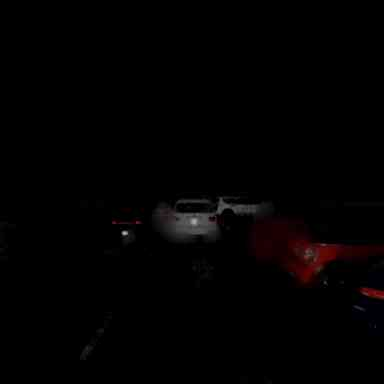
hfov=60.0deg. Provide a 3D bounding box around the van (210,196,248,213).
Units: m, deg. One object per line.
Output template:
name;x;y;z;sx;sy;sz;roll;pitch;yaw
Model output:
van;4.507;1.486;40.999;4.442;1.987;1.878;0;0;0

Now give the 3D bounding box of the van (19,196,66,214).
van;-15.719;1.423;33.920;4.442;1.987;1.878;0;0;0

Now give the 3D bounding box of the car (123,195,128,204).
car;-15.585;1.799;64.490;4.892;1.521;2.231;0;0;0

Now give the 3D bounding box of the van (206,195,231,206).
van;4.732;1.570;60.301;4.442;1.987;1.878;0;0;0

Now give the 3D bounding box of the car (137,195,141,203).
car;-15.557;1.652;78.384;5.566;2.045;2.435;0;0;0

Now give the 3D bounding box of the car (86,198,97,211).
car;-15.414;1.683;42.257;5.366;1.575;1.946;0;0;0

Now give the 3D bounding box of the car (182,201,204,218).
car;0.085;1.695;33.862;2.128;1.511;4.902;0;0;0

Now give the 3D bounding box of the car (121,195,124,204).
car;-15.589;1.821;61.711;4.674;1.452;2.002;0;0;0

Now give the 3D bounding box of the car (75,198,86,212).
car;-15.602;1.714;39.477;4.674;1.452;2.002;0;0;0

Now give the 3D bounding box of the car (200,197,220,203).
car;4.599;1.977;85.114;4.892;1.521;2.231;0;-1;0

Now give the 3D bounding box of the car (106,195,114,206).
car;-15.601;1.736;53.373;4.892;1.521;2.231;0;0;0

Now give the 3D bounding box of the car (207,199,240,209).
car;4.617;1.783;49.271;4.674;1.452;2.002;0;0;0

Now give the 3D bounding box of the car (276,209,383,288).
car;4.605;1.411;7.905;4.553;1.767;2.185;0;0;0

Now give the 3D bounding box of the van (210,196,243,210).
van;4.738;1.506;46.515;4.442;1.987;1.878;0;0;0

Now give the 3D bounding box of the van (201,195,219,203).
van;4.489;1.725;82.235;4.442;1.987;1.878;0;-1;0

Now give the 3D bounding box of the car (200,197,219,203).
car;4.598;2.003;87.870;4.892;1.521;2.231;0;-1;0

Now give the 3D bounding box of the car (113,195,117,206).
car;-15.563;1.623;56.152;4.553;1.767;2.185;0;0;0

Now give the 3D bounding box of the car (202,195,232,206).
car;4.642;1.560;63.059;5.566;2.045;2.435;0;0;0

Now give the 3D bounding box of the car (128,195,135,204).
car;-15.560;1.585;70.050;5.566;2.045;2.435;0;0;0

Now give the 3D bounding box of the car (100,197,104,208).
car;-15.628;1.584;47.816;4.553;1.767;2.185;0;0;0

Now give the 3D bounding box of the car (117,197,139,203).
car;-15.578;1.929;81.163;4.892;1.521;2.231;0;-1;0

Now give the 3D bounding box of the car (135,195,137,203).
car;-15.402;1.855;72.826;5.366;1.575;1.946;0;0;0

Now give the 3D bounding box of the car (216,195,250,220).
car;4.656;1.415;29.967;5.566;2.045;2.435;0;0;0

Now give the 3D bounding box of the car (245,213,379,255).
car;4.637;1.614;13.420;4.674;1.452;2.002;0;0;0

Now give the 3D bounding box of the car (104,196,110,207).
car;-15.591;1.722;50.597;5.008;1.535;2.097;0;0;0

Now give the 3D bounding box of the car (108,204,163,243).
car;-2.910;1.598;16.879;2.128;1.511;4.902;0;-1;0

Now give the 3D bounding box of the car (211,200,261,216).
car;4.620;1.689;35.358;5.008;1.535;2.097;0;0;0

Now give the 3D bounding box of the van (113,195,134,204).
van;-15.470;1.655;75.607;4.442;1.987;1.878;0;0;0

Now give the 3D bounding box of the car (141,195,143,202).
car;-15.554;1.983;83.941;4.792;1.488;2.163;0;-1;0

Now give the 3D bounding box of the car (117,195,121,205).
car;-15.561;1.639;58.932;4.553;1.767;2.185;0;0;0

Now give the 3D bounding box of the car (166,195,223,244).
car;0.089;1.334;16.581;2.150;2.045;5.566;0;-1;0

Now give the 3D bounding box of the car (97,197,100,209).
car;-15.593;1.697;45.036;5.008;1.535;2.097;0;0;0

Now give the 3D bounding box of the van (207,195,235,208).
van;4.734;1.541;54.788;4.442;1.987;1.878;0;0;0

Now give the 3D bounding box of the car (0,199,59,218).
car;-15.597;1.637;31.139;4.892;1.521;2.231;0;0;0

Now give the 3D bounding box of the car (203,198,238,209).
car;4.433;1.752;52.028;5.366;1.575;1.946;0;0;0

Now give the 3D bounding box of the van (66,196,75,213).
van;-15.718;1.436;36.699;4.442;1.987;1.878;0;0;0

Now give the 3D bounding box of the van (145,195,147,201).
van;-15.464;1.811;92.279;4.442;1.987;1.878;0;-1;0

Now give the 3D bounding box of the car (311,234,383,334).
car;4.635;1.558;5.276;4.674;1.452;2.002;0;0;0

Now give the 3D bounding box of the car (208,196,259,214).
car;4.653;1.450;38.242;5.566;2.045;2.435;0;0;0

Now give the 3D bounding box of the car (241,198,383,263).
car;4.607;1.304;10.663;5.566;2.045;2.435;0;0;0

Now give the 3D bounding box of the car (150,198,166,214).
car;-2.915;1.710;34.286;1.837;1.490;4.892;0;0;0

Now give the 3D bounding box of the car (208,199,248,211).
car;4.628;1.722;43.756;5.008;1.535;2.097;0;0;0
